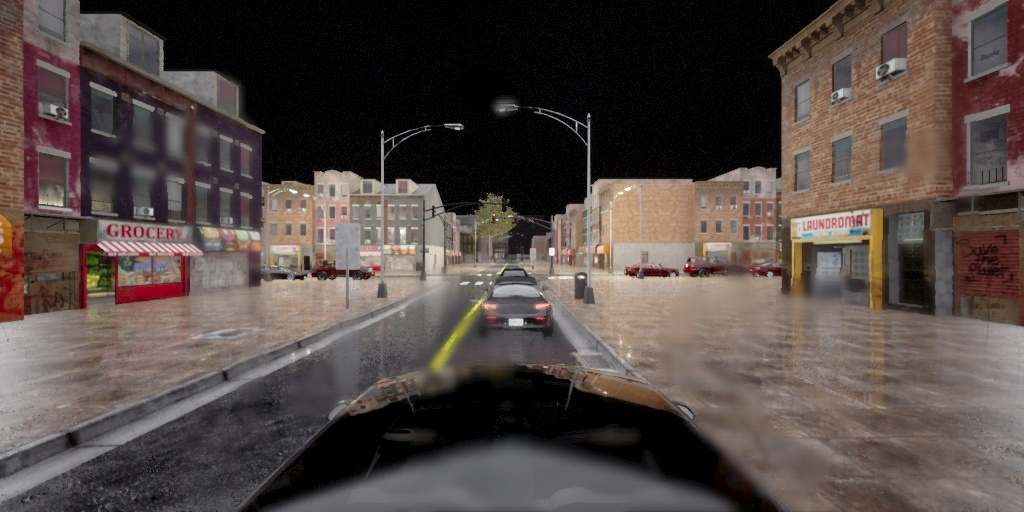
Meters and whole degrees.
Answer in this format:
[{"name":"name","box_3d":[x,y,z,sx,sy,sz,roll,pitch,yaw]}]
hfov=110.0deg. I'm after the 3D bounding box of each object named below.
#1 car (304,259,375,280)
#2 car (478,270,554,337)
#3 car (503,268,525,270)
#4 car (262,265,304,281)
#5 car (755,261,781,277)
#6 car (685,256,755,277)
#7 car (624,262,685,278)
[{"name":"car","box_3d":[-14.454,1.180,30.701,5.009,1.841,2.192,0,0,0]},{"name":"car","box_3d":[0.099,1.278,10.127,1.812,1.442,4.674,0,0,0]},{"name":"car","box_3d":[0.104,1.322,18.887,1.994,1.385,4.181,0,0,0]},{"name":"car","box_3d":[-19.880,1.473,30.693,4.313,1.339,1.948,0,0,0]},{"name":"car","box_3d":[22.822,1.142,30.758,4.507,1.381,1.888,0,0,0]},{"name":"car","box_3d":[17.388,0.948,30.750,5.009,1.841,2.192,0,0,0]},{"name":"car","box_3d":[11.954,1.217,30.741,4.507,1.381,1.888,0,0,0]}]
